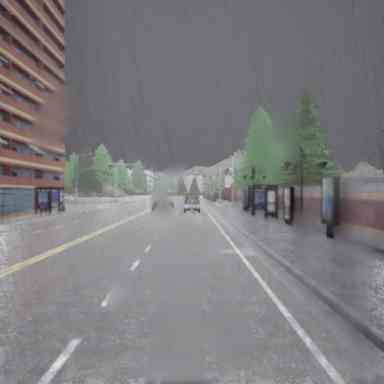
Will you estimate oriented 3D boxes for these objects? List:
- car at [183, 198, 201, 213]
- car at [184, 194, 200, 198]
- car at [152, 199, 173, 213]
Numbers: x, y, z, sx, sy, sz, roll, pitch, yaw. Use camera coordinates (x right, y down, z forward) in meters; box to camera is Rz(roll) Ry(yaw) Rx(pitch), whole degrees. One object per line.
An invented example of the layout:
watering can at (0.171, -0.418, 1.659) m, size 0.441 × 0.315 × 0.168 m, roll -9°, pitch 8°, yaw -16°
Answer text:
car at (-0.004, 1.626, 37.479) m, size 1.895 × 1.301 × 4.718 m, roll 0°, pitch 0°, yaw 0°
car at (-0.003, 1.254, 47.408) m, size 2.150 × 2.045 × 5.566 m, roll 0°, pitch 0°, yaw 0°
car at (-3.504, 1.530, 38.033) m, size 1.837 × 1.490 × 4.892 m, roll 0°, pitch 0°, yaw 0°
